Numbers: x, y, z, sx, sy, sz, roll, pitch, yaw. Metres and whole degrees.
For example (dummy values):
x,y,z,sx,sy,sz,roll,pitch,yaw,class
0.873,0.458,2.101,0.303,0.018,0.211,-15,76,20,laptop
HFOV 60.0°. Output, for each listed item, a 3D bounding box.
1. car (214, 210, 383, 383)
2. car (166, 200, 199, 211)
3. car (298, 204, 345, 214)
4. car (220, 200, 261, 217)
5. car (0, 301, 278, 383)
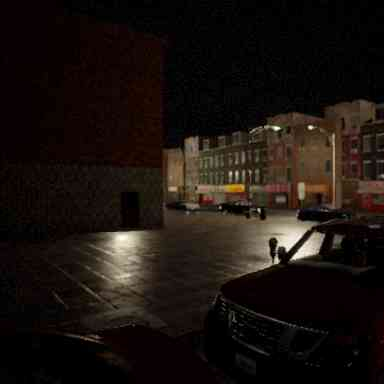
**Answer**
x,y,z,sx,sy,sz,roll,pitch,yaw,class
2.552,1.319,4.637,5.009,1.841,2.192,0,0,-35,car
-1.151,1.612,39.708,1.895,1.301,4.718,0,0,-35,car
9.786,1.586,24.296,1.994,1.385,4.181,0,0,-35,car
4.677,1.506,31.490,2.128,1.511,4.902,0,0,-35,car
-1.872,1.544,1.481,4.507,1.381,1.887,0,0,-35,car
